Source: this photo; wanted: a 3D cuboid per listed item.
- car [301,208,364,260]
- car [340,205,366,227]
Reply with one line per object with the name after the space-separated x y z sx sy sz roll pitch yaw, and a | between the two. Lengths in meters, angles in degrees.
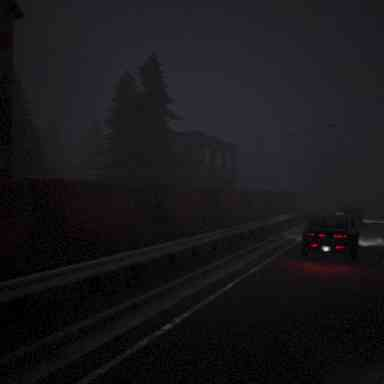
5.622 1.631 13.222 1.837 1.490 4.892 0 0 28 | car
12.628 1.770 26.508 1.837 1.490 4.892 0 0 28 | car
